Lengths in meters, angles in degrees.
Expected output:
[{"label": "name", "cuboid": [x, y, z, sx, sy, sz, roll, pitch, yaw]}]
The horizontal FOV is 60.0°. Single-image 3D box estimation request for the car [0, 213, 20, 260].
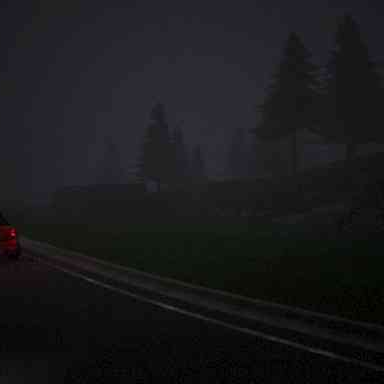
[{"label": "car", "cuboid": [-7.950, 1.447, 11.998, 2.097, 1.767, 4.553, 0, 0, -44]}]
